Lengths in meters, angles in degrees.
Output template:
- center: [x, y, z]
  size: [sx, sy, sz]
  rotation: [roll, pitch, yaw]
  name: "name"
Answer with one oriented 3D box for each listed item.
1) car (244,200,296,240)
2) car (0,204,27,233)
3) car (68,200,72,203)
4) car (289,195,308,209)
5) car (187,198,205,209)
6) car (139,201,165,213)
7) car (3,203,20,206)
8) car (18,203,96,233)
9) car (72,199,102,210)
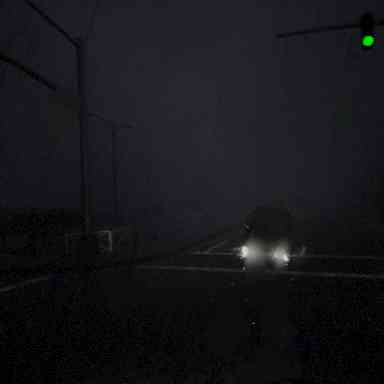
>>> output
- center: [3.958, 1.423, 16.863]
  size: [1.882, 1.535, 5.008]
  rotation: [-2, 0, 21]
  name: "car"
- center: [-11.958, 1.950, 23.763]
  size: [2.152, 1.636, 5.027]
  rotation: [-2, 0, 21]
  name: "car"
- center: [-19.511, 2.177, 54.526]
  size: [1.905, 1.878, 3.866]
  rotation: [-2, 0, 21]
  name: "car"
- center: [12.753, 1.148, 39.709]
  size: [1.837, 1.490, 4.892]
  rotation: [-2, 0, 21]
  name: "car"
- center: [0.560, 1.615, 46.859]
  size: [1.845, 1.501, 3.633]
  rotation: [-2, 0, 21]
  name: "car"
- center: [-4.942, 1.816, 41.060]
  size: [1.970, 1.475, 3.806]
  rotation: [-2, 0, 21]
  name: "car"
- center: [-20.133, 2.336, 35.262]
  size: [1.845, 1.501, 3.633]
  rotation: [-2, 0, 21]
  name: "car"
- center: [-9.025, 1.834, 22.655]
  size: [2.007, 1.523, 4.514]
  rotation: [-2, 0, 21]
  name: "car"
- center: [-16.660, 2.077, 53.838]
  size: [1.932, 1.855, 4.605]
  rotation: [-2, 0, 21]
  name: "car"
